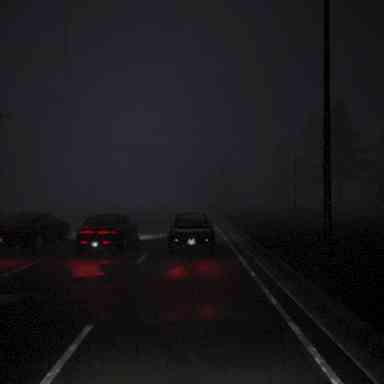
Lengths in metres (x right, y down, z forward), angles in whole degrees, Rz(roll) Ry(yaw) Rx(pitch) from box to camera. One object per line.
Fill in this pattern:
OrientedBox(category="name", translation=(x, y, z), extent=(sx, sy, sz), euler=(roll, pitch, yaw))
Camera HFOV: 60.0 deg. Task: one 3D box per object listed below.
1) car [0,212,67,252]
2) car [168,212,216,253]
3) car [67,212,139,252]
OrientedBox(category="car", translation=(-7.013, 1.621, 14.646), extent=(1.882, 1.535, 5.008), euler=(0, 0, 0))
OrientedBox(category="car", translation=(-0.015, 1.634, 14.479), extent=(2.128, 1.511, 4.902), euler=(0, 0, 0))
OrientedBox(category="car", translation=(-3.515, 1.650, 14.488), extent=(1.837, 1.490, 4.892), euler=(0, 0, 0))
